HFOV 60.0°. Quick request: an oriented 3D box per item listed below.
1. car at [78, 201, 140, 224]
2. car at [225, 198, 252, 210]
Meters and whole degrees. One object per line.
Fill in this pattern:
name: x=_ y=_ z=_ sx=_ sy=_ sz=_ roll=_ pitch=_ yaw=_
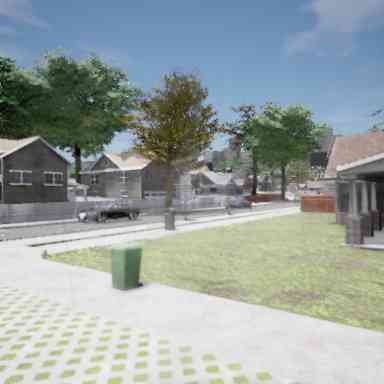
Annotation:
car: x=-5.938 y=1.435 z=24.173 sx=2.128 sy=1.511 sz=4.902 roll=-2 pitch=-1 yaw=36
car: x=5.624 y=1.420 z=40.356 sx=1.994 sy=1.385 sz=4.181 roll=-2 pitch=-1 yaw=35
